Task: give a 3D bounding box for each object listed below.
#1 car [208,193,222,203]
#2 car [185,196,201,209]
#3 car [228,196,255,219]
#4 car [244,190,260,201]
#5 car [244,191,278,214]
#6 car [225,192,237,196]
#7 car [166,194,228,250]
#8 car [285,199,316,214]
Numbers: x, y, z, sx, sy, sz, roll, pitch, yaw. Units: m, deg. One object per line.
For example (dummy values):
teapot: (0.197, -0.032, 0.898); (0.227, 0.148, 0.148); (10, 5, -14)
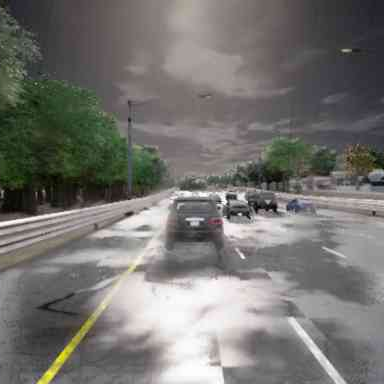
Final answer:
car: (3.580, 0.987, 53.279); (1.994, 1.385, 4.181); (0, 2, 0)
car: (0.084, 1.254, 40.793); (1.812, 1.442, 4.674); (0, 1, 0)
car: (3.590, 1.383, 27.305); (1.837, 1.490, 4.892); (0, 0, 0)
car: (10.578, 0.582, 58.896); (2.097, 1.767, 4.553); (0, 2, 0)
car: (7.087, 1.047, 33.708); (2.150, 2.045, 5.566); (0, 1, 0)
car: (7.078, 0.655, 60.385); (1.882, 1.535, 5.008); (0, 2, 0)
car: (0.097, 1.190, 14.376); (2.150, 2.045, 5.566); (0, 0, 0)
car: (10.589, 1.361, 32.516); (1.812, 1.442, 4.674); (0, 1, 0)
